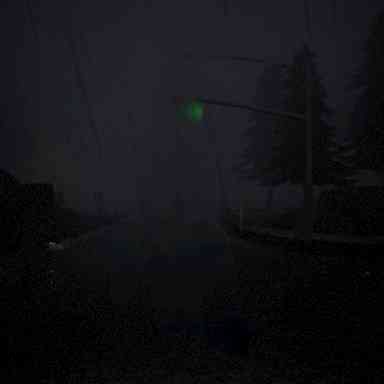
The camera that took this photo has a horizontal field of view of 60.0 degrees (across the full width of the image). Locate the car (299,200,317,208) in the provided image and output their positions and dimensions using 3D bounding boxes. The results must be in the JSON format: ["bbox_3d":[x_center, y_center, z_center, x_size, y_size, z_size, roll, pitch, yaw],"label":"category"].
[{"bbox_3d":[14.987,1.686,39.724,4.181,1.385,1.994,0,0,1],"label":"car"}]
